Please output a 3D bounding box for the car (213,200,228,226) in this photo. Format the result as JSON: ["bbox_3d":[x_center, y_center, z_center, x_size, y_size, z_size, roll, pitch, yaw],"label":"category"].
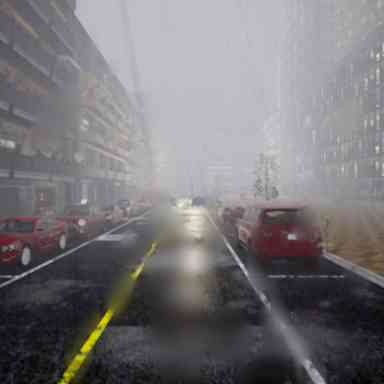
[{"bbox_3d":[2.682,1.468,22.282,1.887,1.381,4.507,0,0,0],"label":"car"}]

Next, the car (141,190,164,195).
[{"bbox_3d":[-7.399,0.775,62.732,2.045,2.150,5.566,17,4,29],"label":"car"}]

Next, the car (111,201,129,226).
[{"bbox_3d":[-5.698,1.505,22.281,1.802,1.307,4.206,0,0,0],"label":"car"}]

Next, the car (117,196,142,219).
[{"bbox_3d":[-5.700,1.345,27.807,1.967,1.590,4.097,0,0,0],"label":"car"}]

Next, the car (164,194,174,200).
[{"bbox_3d":[-5.706,1.321,83.073,2.008,1.369,4.403,0,0,0],"label":"car"}]

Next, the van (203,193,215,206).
[{"bbox_3d":[2.678,1.197,44.386,1.690,1.788,3.998,0,0,0],"label":"van"}]

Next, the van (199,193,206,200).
[{"bbox_3d":[2.671,1.101,88.600,1.690,1.788,3.998,0,0,0],"label":"van"}]

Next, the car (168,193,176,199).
[{"bbox_3d":[-5.709,1.191,94.125,1.967,1.590,4.097,0,0,0],"label":"car"}]

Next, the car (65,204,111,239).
[{"bbox_3d":[-5.698,1.382,16.753,1.967,1.590,4.097,0,0,0],"label":"car"}]

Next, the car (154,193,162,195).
[{"bbox_3d":[-5.704,1.360,60.967,1.887,1.381,4.507,0,0,0],"label":"car"}]

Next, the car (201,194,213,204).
[{"bbox_3d":[2.676,1.256,60.967,1.967,1.590,4.097,0,0,0],"label":"car"}]

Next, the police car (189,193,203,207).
[{"bbox_3d":[0.894,1.273,47.495,1.930,1.638,5.238,0,0,0],"label":"police car"}]

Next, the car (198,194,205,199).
[{"bbox_3d":[2.672,1.276,94.296,1.752,1.417,4.829,0,0,0],"label":"car"}]

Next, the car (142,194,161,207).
[{"bbox_3d":[-5.701,1.401,44.386,1.887,1.381,4.507,0,0,0],"label":"car"}]

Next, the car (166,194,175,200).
[{"bbox_3d":[-5.707,1.311,88.600,2.008,1.369,4.403,0,0,0],"label":"car"}]

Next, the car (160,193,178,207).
[{"bbox_3d":[-3.086,1.326,47.356,1.882,1.535,5.008,0,0,0],"label":"car"}]

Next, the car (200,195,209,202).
[{"bbox_3d":[2.675,1.374,72.021,1.802,1.307,4.206,0,0,0],"label":"car"}]

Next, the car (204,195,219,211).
[{"bbox_3d":[2.680,1.397,39.031,1.752,1.417,4.829,0,0,0],"label":"car"}]

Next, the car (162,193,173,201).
[{"bbox_3d":[-5.708,1.096,77.546,2.192,1.841,5.009,0,0,0],"label":"car"}]

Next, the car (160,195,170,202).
[{"bbox_3d":[-5.706,1.317,71.850,1.752,1.417,4.829,0,0,0],"label":"car"}]

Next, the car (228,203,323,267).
[{"bbox_3d":[2.683,1.275,11.227,2.192,1.841,5.009,0,0,0],"label":"car"}]

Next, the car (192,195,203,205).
[{"bbox_3d":[0.892,1.329,57.385,1.837,1.490,4.892,0,0,0],"label":"car"}]

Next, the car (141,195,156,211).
[{"bbox_3d":[-5.700,1.397,38.690,1.752,1.417,4.829,0,0,0],"label":"car"}]

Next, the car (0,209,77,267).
[{"bbox_3d":[-5.696,1.505,11.226,1.887,1.381,4.507,0,0,0],"label":"car"}]
